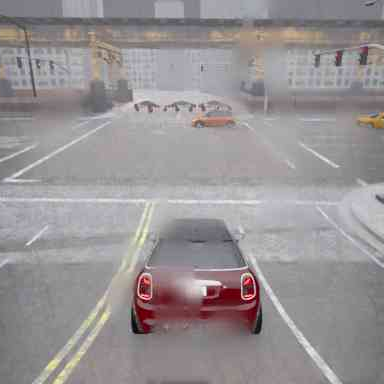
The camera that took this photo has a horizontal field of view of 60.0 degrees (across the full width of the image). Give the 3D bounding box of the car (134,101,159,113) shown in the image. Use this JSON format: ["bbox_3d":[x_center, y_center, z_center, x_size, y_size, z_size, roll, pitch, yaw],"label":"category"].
[{"bbox_3d":[-6.460,-12.675,49.183,4.974,1.542,2.038,18,26,42],"label":"car"}]

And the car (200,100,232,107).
[{"bbox_3d":[3.530,-12.865,49.733,4.974,1.542,2.038,11,22,28],"label":"car"}]

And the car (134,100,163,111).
[{"bbox_3d":[-6.497,-12.836,49.165,4.536,1.218,1.853,18,26,42],"label":"car"}]

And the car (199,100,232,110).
[{"bbox_3d":[3.484,-13.022,49.705,4.536,1.218,1.853,11,22,28],"label":"car"}]

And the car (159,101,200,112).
[{"bbox_3d":[-1.853,-12.644,49.098,4.974,1.542,2.038,-13,23,-33],"label":"car"}]

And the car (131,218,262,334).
[{"bbox_3d":[0.081,1.344,7.142,2.097,1.767,4.553,0,5,0],"label":"car"}]

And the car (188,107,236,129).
[{"bbox_3d":[2.185,-7.478,34.020,4.553,1.767,2.097,0,19,1],"label":"car"}]

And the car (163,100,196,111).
[{"bbox_3d":[-1.811,-12.803,49.074,4.536,1.218,1.853,-13,23,-33],"label":"car"}]

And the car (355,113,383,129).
[{"bbox_3d":[19.286,-7.232,33.710,5.008,1.535,1.882,0,19,1],"label":"car"}]
